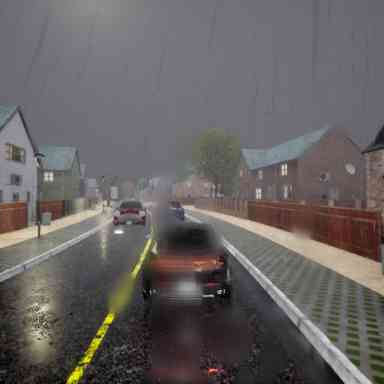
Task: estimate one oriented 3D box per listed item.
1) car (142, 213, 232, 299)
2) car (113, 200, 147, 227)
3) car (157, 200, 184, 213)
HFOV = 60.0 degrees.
[{"bbox_3d":[-0.161,1.516,8.498,1.837,1.490,4.892,0,0,-2],"label":"car"},{"bbox_3d":[-4.253,1.406,23.388,2.097,1.767,4.553,0,0,-7],"label":"car"},{"bbox_3d":[-1.847,1.435,27.957,2.097,1.767,4.553,0,0,-7],"label":"car"}]
